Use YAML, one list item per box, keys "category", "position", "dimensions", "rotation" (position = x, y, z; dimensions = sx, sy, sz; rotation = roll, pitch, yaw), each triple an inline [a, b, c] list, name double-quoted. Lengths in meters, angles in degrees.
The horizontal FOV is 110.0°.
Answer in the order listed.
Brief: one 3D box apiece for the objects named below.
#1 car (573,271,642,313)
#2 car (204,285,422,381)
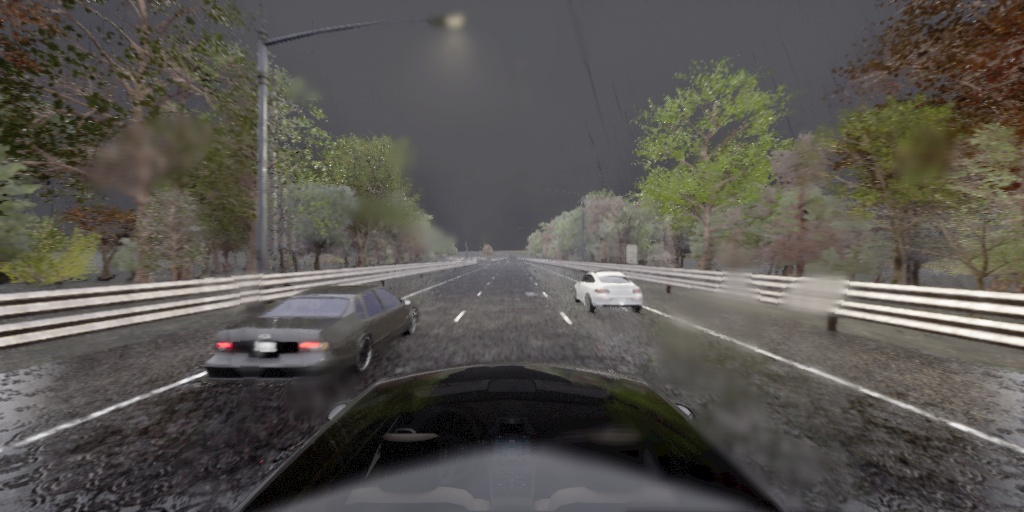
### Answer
- category: "car"
  position: [3.598, 1.301, 14.034]
  dimensions: [1.812, 1.442, 4.674]
  rotation: [0, 0, 0]
- category: "car"
  position: [-3.403, 1.310, 7.462]
  dimensions: [2.033, 1.411, 5.357]
  rotation: [0, 0, 0]
